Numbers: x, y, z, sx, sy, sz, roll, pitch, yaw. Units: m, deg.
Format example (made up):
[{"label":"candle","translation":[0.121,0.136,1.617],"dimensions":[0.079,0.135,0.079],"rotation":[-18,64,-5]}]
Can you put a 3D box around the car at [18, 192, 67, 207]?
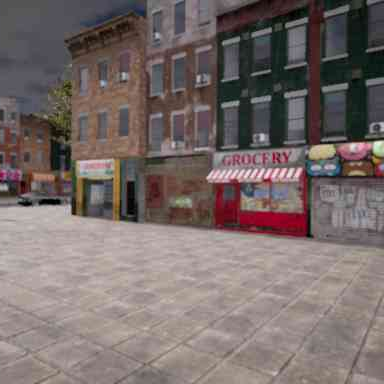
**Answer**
[{"label":"car","translation":[-13.558,0.659,30.346],"dimensions":[1.947,1.339,4.313],"rotation":[2,2,35]}]
